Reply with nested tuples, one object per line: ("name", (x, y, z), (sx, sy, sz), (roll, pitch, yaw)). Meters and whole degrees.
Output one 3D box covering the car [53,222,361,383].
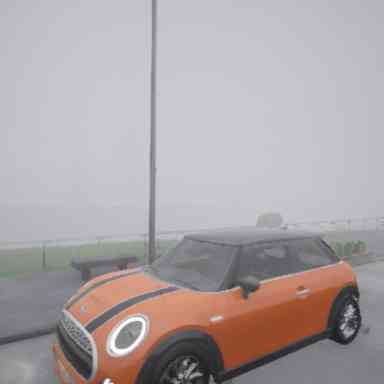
("car", (0.460, 1.386, 4.919), (4.553, 1.767, 2.097), (1, 0, -35))
